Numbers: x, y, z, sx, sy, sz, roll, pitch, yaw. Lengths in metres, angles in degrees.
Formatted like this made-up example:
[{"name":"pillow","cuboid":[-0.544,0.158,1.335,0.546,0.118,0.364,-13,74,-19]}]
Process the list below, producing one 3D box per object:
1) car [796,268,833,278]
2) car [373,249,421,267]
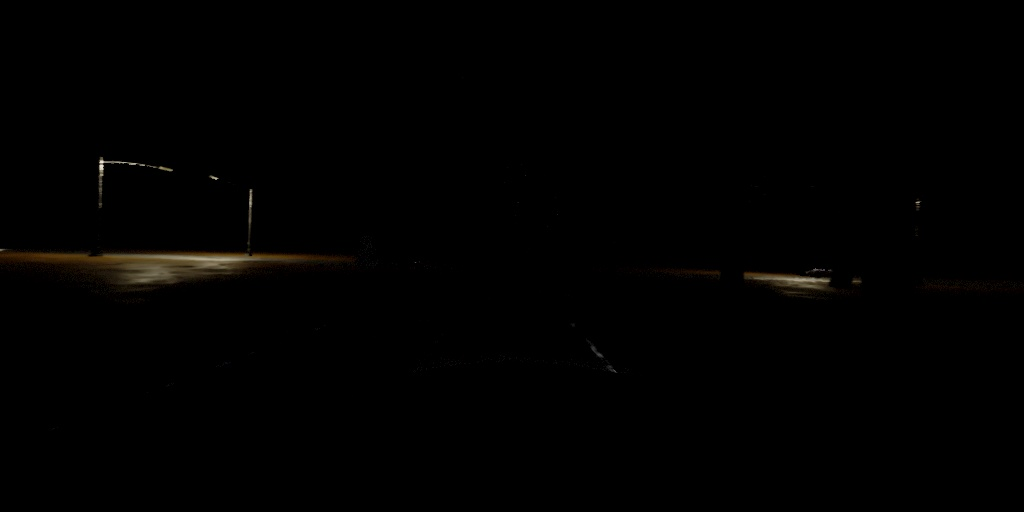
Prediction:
[{"name":"car","cuboid":[41.487,2.276,48.105,5.357,1.411,2.033,1,0,1]},{"name":"car","cuboid":[-13.611,0.211,42.290,5.566,2.045,2.150,2,0,1]}]
